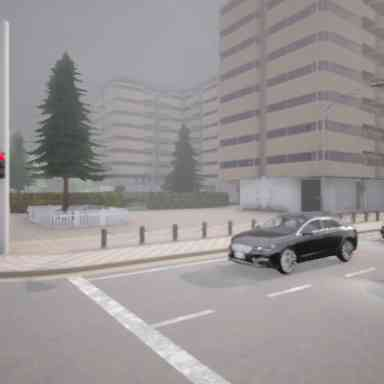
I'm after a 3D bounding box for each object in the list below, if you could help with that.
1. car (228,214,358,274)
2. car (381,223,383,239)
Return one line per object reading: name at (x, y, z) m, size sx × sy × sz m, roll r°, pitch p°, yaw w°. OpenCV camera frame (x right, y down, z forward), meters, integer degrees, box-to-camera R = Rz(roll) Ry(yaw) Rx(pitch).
car at (3.320, 1.473, 10.551) m, size 4.902 × 1.511 × 2.128 m, roll 0°, pitch 0°, yaw -35°
car at (7.448, 1.491, 9.161) m, size 4.892 × 1.490 × 1.837 m, roll 0°, pitch 0°, yaw -35°
